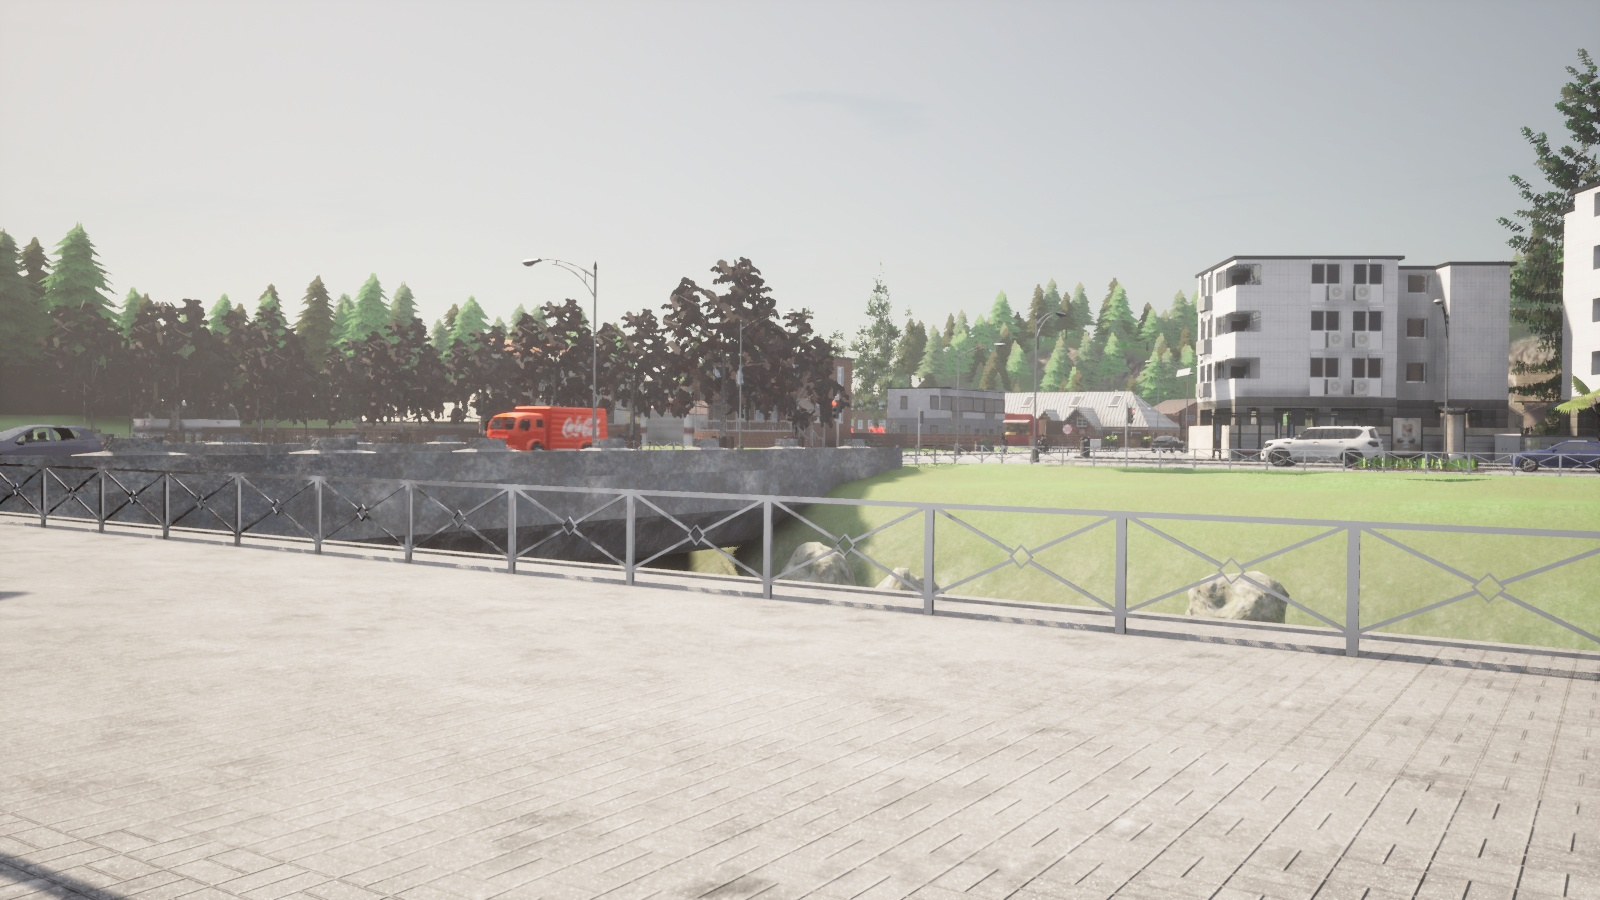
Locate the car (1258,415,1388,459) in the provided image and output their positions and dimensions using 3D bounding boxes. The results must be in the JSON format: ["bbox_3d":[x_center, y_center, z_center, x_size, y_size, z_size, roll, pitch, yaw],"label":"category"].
[{"bbox_3d":[25.532,-0.618,61.345,5.566,2.045,2.150,0,1,33],"label":"car"}]

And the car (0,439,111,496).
[{"bbox_3d":[-21.719,0.460,35.333,1.845,1.501,3.633,0,1,34],"label":"car"}]

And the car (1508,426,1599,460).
[{"bbox_3d":[34.119,-0.311,55.644,4.674,1.442,1.812,0,1,34],"label":"car"}]

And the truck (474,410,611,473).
[{"bbox_3d":[-10.612,-0.370,52.073,2.627,2.467,5.204,0,1,34],"label":"truck"}]
